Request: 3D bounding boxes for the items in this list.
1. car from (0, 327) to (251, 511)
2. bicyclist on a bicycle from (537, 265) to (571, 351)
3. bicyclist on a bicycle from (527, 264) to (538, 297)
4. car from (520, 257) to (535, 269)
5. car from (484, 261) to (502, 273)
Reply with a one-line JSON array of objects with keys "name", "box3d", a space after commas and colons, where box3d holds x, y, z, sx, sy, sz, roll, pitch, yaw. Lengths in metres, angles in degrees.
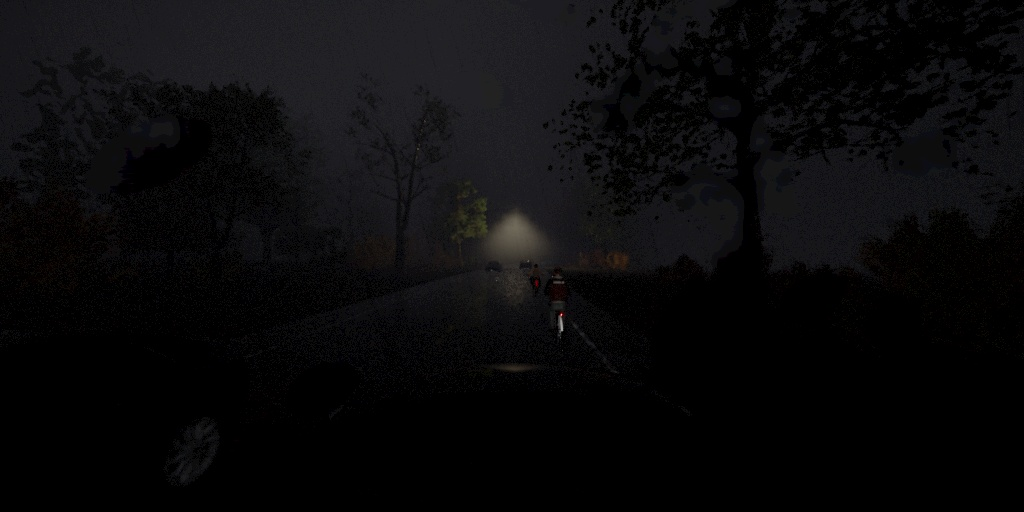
[{"name": "car", "box3d": [-3.581, 1.254, 1.641, 1.837, 1.490, 4.892, 0, 0, 0]}, {"name": "bicyclist on a bicycle", "box3d": [1.019, 1.120, 8.143, 0.659, 1.776, 1.843, 0, 0, 1]}, {"name": "bicyclist on a bicycle", "box3d": [1.194, 1.194, 17.861, 0.866, 1.612, 1.509, 0, 0, 1]}, {"name": "car", "box3d": [2.276, 1.351, 58.601, 2.128, 1.511, 4.902, 0, 0, 4]}, {"name": "car", "box3d": [-2.294, 1.350, 45.592, 2.033, 1.411, 5.357, 0, 0, 3]}]
